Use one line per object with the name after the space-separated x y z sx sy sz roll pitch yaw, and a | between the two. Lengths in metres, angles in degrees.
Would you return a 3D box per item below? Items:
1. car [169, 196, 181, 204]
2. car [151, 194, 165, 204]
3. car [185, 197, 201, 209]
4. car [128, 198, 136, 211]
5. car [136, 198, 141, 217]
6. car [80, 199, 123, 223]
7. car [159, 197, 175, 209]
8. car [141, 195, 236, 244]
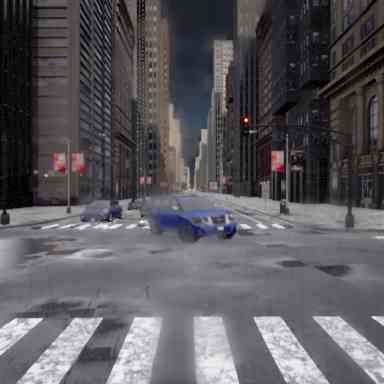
-3.193 1.510 63.804 1.994 1.385 4.181 0 0 0 | car
-6.451 1.286 63.104 2.097 1.767 4.553 0 0 0 | car
0.144 1.512 46.670 2.033 1.411 5.357 0 0 0 | car
-6.562 1.476 40.408 1.837 1.490 4.892 0 0 0 | car
-3.320 1.334 29.666 2.097 1.767 4.553 0 0 0 | car
-6.751 1.338 25.252 2.097 1.767 4.553 0 0 3 | car
-3.311 1.492 44.986 1.812 1.442 4.674 0 0 0 | car
-0.239 1.179 16.105 2.150 2.045 5.566 -2 0 -31 | car
